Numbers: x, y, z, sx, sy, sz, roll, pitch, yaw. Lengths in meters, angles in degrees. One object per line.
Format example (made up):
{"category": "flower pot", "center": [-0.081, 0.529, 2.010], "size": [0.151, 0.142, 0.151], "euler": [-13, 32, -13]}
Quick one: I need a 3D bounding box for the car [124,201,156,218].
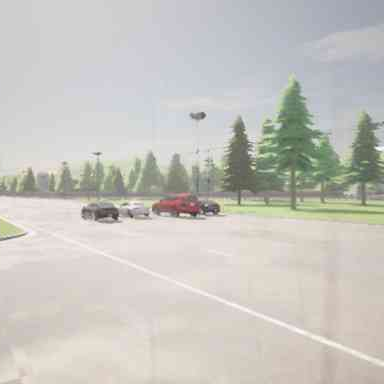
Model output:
{"category": "car", "center": [-5.474, 1.565, 30.190], "size": [1.812, 1.442, 4.674], "euler": [0, 0, -36]}

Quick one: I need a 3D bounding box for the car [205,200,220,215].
{"category": "car", "center": [0.821, 1.528, 33.463], "size": [1.837, 1.490, 4.892], "euler": [0, 0, -36]}

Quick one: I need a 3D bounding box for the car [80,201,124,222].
{"category": "car", "center": [-7.643, 1.548, 27.250], "size": [1.837, 1.490, 4.892], "euler": [0, 0, -36]}

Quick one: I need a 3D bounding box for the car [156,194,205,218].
{"category": "car", "center": [-1.557, 1.249, 30.785], "size": [2.150, 2.045, 5.566], "euler": [0, 0, -36]}
